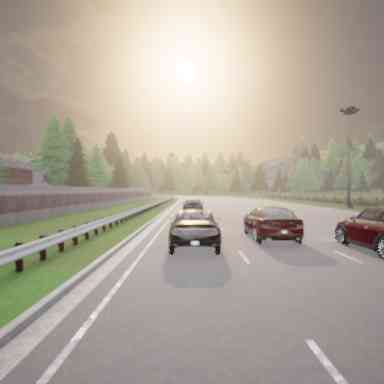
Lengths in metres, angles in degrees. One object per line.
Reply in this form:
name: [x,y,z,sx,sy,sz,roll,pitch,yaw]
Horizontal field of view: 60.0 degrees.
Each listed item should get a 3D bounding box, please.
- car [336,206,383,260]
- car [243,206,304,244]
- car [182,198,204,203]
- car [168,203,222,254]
car: [7.099,1.284,12.182,2.097,1.767,4.553,0,0,0]
car: [3.599,1.392,15.413,1.882,1.535,5.008,0,0,0]
car: [0.097,1.331,31.536,1.837,1.490,4.892,0,0,0]
car: [0.099,1.419,13.152,2.128,1.511,4.902,0,0,0]
